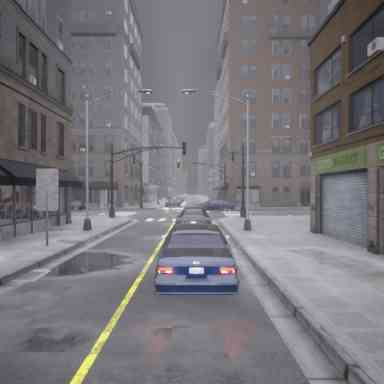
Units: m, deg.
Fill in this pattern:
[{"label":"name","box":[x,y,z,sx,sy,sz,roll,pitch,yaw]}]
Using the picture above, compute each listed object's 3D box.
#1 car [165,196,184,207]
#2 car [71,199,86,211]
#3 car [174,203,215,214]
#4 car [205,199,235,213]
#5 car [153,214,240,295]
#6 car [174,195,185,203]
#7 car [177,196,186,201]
[{"label":"car","box":[-2.785,1.351,49.885,2.097,1.767,4.553,0,0,1]},{"label":"car","box":[-14.677,1.539,39.337,4.313,1.339,1.947,0,0,0]},{"label":"car","box":[0.095,1.563,19.399,1.994,1.385,4.181,0,0,1]},{"label":"car","box":[2.339,1.521,36.746,4.674,1.442,1.812,0,0,0]},{"label":"car","box":[0.098,1.547,8.853,2.033,1.411,5.357,0,0,0]},{"label":"car","box":[-2.630,1.504,69.599,2.128,1.511,4.902,0,0,0]},{"label":"car","box":[-2.606,1.590,83.515,1.895,1.301,4.718,0,0,0]}]
